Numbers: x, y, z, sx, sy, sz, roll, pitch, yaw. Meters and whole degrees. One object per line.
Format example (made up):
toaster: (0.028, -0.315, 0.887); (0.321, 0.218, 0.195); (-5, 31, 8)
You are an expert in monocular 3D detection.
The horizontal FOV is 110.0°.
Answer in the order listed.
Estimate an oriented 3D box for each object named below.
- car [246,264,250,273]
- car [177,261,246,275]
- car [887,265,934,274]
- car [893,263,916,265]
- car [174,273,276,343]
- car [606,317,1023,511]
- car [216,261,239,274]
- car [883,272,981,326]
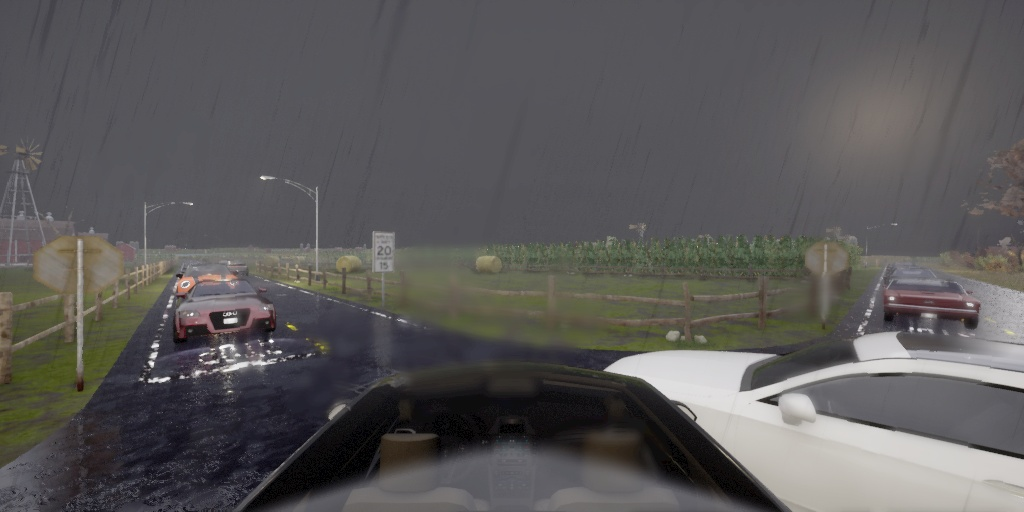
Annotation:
car: (-27.316, 1.300, 35.504); (2.128, 1.511, 4.902); (0, 0, -42)
car: (-13.869, 1.148, 16.401); (2.097, 1.767, 4.553); (0, 0, -42)
car: (20.427, 1.364, 18.282); (5.357, 1.411, 2.033); (0, 1, -43)
car: (27.122, 1.402, 24.600); (4.181, 1.385, 1.994); (0, 1, -43)
car: (-8.031, 1.359, 9.973); (1.994, 1.385, 4.181); (0, 0, -43)
car: (2.819, 1.293, 2.489); (1.812, 1.442, 4.674); (0, 1, -44)
car: (-34.107, 1.325, 42.897); (1.837, 1.490, 4.892); (0, 0, -42)
car: (13.412, 1.398, 11.651); (4.718, 1.301, 1.895); (0, 1, -44)
